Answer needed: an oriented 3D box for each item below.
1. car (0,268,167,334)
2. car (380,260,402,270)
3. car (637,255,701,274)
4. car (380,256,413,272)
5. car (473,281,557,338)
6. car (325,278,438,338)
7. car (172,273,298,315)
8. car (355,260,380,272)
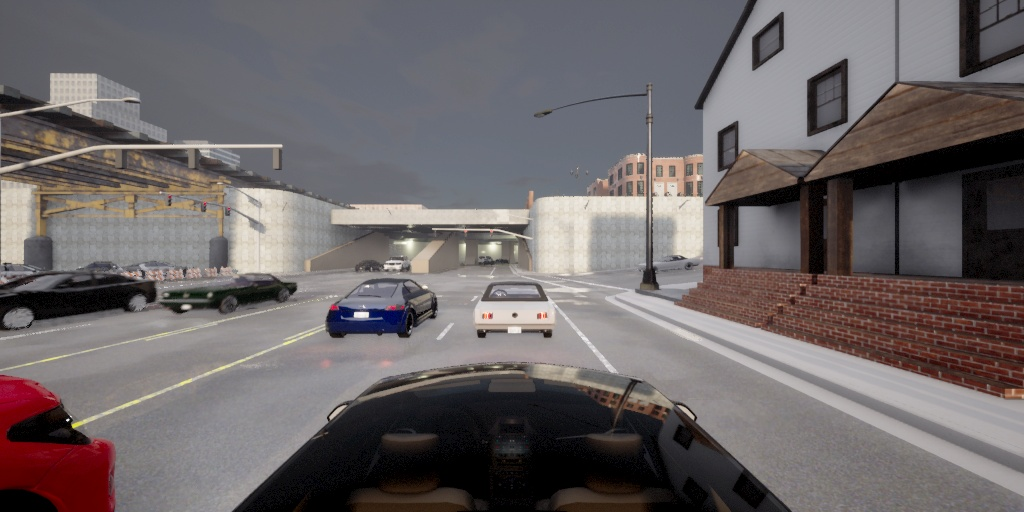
[{"bbox_3d":[-14.113,1.227,11.195,1.882,1.535,5.008,0,0,0],"label":"car"},{"bbox_3d":[-18.568,1.351,55.266,1.895,1.301,4.718,0,0,-1],"label":"car"},{"bbox_3d":[13.056,0.665,30.135,4.718,1.301,1.895,-7,0,0],"label":"car"},{"bbox_3d":[-14.856,0.971,46.713,2.150,2.045,5.566,0,0,-2],"label":"car"},{"bbox_3d":[0.071,1.351,10.156,1.895,1.301,4.718,0,0,0],"label":"car"},{"bbox_3d":[-3.431,1.314,10.201,1.994,1.385,4.181,0,0,0],"label":"car"},{"bbox_3d":[-10.550,1.352,13.838,1.895,1.301,4.718,0,0,1],"label":"car"},{"bbox_3d":[-18.336,1.228,45.907,1.882,1.535,5.008,0,0,-1],"label":"car"}]
